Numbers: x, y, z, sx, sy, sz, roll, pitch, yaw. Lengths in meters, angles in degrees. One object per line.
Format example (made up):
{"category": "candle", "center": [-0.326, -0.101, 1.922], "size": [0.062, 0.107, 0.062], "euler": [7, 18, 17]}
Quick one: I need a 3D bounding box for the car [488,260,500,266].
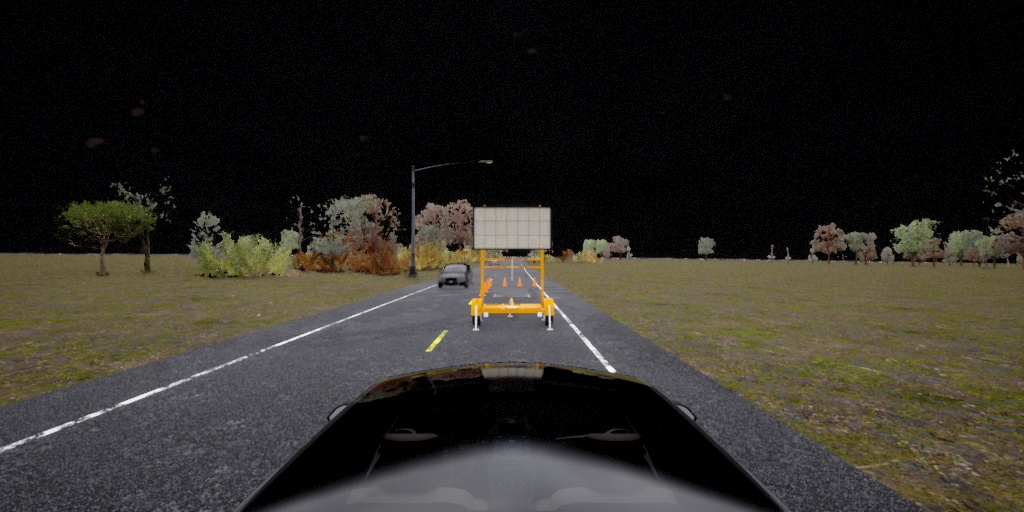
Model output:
{"category": "car", "center": [-3.290, 1.316, 64.364], "size": [1.812, 1.442, 4.674], "euler": [0, 0, 1]}

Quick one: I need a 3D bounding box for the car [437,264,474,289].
{"category": "car", "center": [-3.594, 1.266, 23.556], "size": [1.837, 1.490, 4.892], "euler": [0, 0, 0]}

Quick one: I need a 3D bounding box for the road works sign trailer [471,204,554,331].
{"category": "road works sign trailer", "center": [0.007, 0.218, 11.055], "size": [2.380, 3.560, 2.880], "euler": [0, 0, -1]}
